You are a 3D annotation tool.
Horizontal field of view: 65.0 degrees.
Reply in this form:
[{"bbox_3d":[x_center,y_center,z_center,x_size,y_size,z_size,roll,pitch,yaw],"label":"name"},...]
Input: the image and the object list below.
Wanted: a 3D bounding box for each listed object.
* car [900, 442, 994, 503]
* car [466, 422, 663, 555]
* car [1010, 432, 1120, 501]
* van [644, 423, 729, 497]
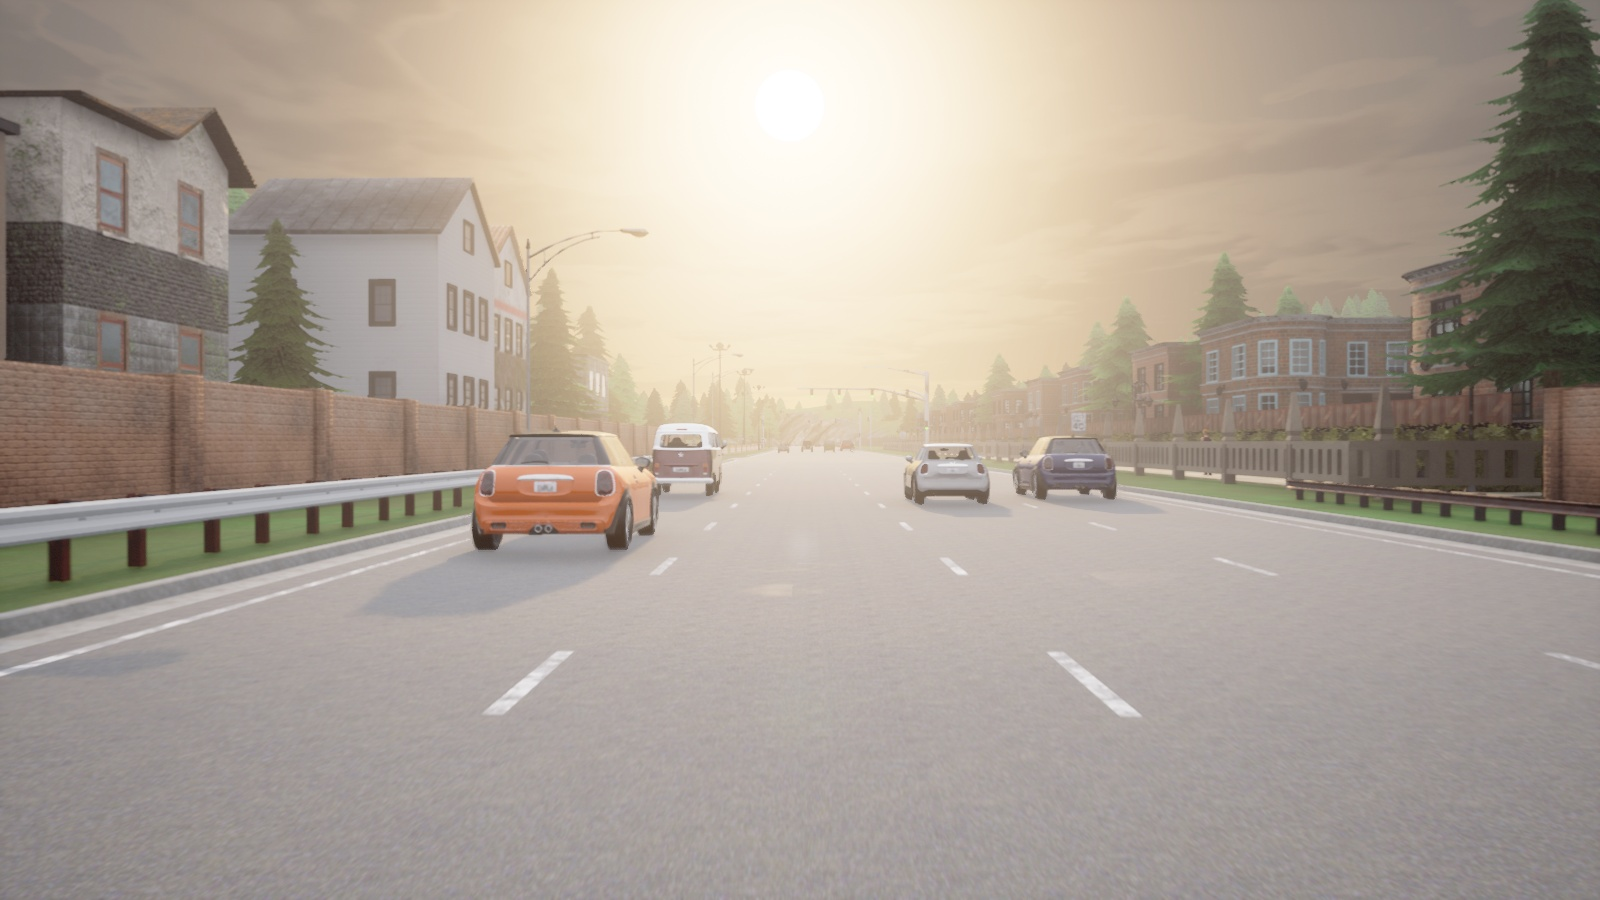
[{"bbox_3d":[3.699,0.533,32.219,1.970,1.475,3.806,0,0,0],"label":"car"},{"bbox_3d":[-3.377,0.495,18.936,2.097,1.767,4.553,0,0,0],"label":"car"},{"bbox_3d":[7.213,0.415,34.663,2.097,1.767,4.553,0,0,0],"label":"car"},{"bbox_3d":[-3.274,0.259,36.970,2.069,2.038,4.480,0,0,0],"label":"van"}]
